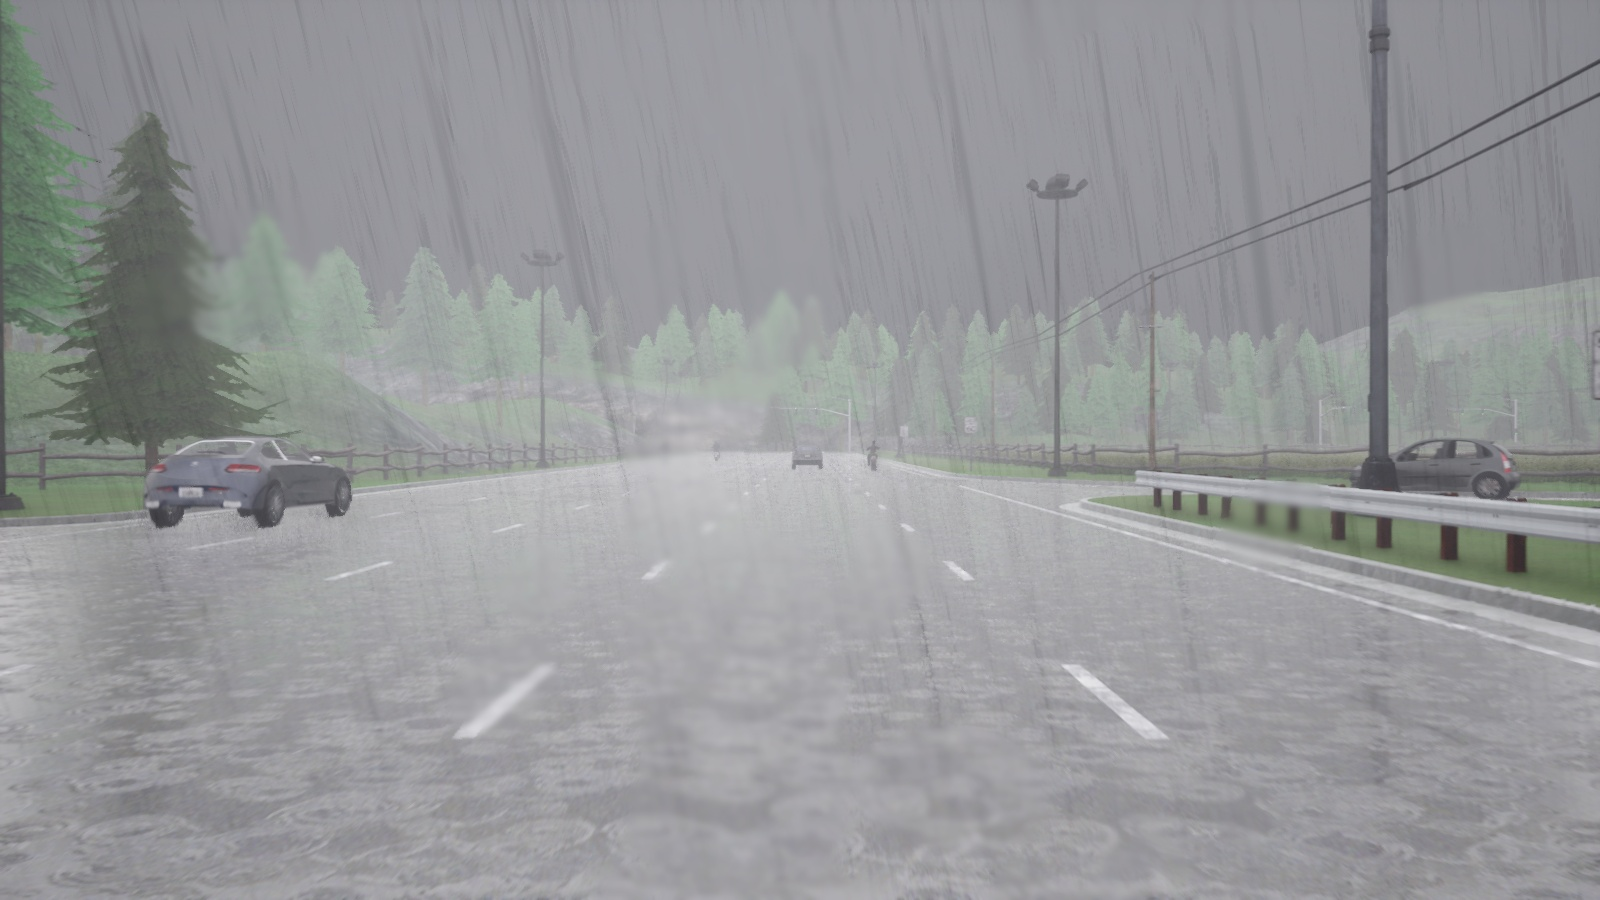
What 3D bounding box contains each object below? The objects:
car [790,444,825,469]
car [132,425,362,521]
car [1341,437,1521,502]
[{"bbox_3d":[0.435,0.374,74.557,2.033,1.411,5.357,0,0,0],"label":"car"},{"bbox_3d":[-10.349,0.381,24.011,2.152,1.651,5.027,0,0,0],"label":"car"},{"bbox_3d":[16.581,0.472,33.060,3.988,1.617,1.851,0,0,35],"label":"car"}]
